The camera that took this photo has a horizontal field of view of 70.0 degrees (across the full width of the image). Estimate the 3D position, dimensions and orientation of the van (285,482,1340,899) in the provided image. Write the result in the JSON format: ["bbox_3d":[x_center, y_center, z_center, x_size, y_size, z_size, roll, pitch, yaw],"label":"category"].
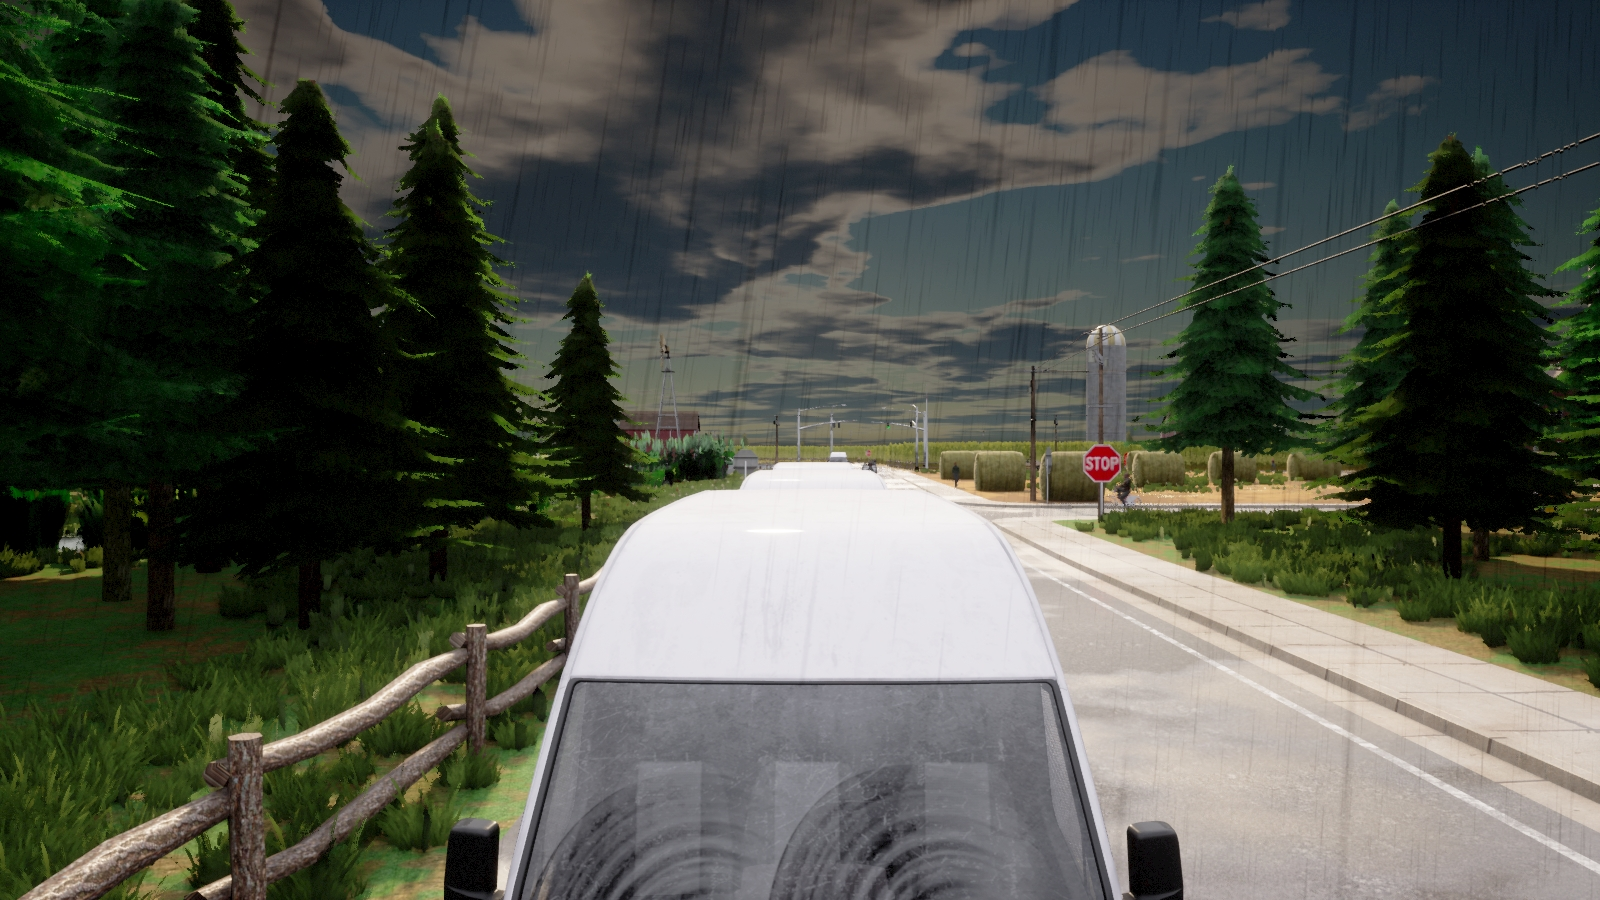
[{"bbox_3d":[0.056,1.508,5.110,1.988,2.561,5.915,0,0,1],"label":"van"}]
